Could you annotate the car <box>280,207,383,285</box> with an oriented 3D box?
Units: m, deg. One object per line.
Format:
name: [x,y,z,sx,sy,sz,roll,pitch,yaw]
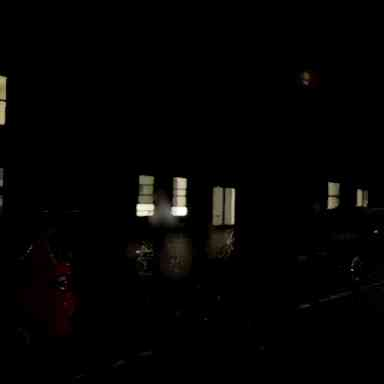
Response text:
car: [4.898,1.412,10.031,5.009,1.841,2.192,1,1,-35]

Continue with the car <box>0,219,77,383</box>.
car: [-3.905,1.304,3.751,5.009,1.841,2.192,1,1,-35]
